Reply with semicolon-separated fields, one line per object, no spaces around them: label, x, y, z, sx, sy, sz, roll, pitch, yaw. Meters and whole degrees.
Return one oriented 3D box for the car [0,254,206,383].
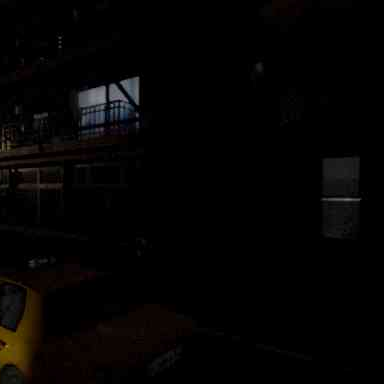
car;-2.130;1.509;4.394;4.829;1.417;1.752;0;0;35
